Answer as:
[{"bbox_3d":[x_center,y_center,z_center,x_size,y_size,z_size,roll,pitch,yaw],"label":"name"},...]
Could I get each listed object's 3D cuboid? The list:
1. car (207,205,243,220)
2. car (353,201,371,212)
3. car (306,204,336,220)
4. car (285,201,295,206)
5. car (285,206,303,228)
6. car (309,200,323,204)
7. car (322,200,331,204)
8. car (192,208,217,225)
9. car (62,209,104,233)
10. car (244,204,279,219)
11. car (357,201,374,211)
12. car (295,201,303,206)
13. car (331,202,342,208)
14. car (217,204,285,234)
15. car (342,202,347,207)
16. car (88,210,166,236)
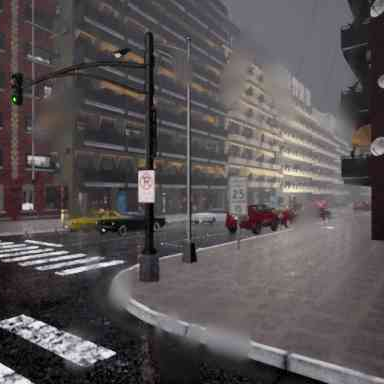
[{"bbox_3d":[3.682,2.162,36.016,1.887,1.381,4.507,-1,-2,35],"label":"car"},{"bbox_3d":[30.050,2.521,59.112,2.192,1.841,5.009,-1,-2,35],"label":"car"},{"bbox_3d":[13.804,2.283,35.914,1.802,1.307,4.206,-1,-2,35],"label":"car"},{"bbox_3d":[13.333,2.444,49.792,1.752,1.417,4.829,-1,-2,35],"label":"car"},{"bbox_3d":[7.304,2.042,26.638,1.887,1.381,4.507,-1,-2,35],"label":"car"},{"bbox_3d":[23.182,2.768,63.847,1.887,1.381,4.507,-1,-2,35],"label":"car"},{"bbox_3d":[26.429,2.638,68.490,2.192,1.841,5.009,-1,-2,35],"label":"car"},{"bbox_3d":[1.962,2.091,29.022,1.895,1.301,4.718,0,-1,35],"label":"car"},{"bbox_3d":[-6.165,1.831,21.962,1.752,1.417,4.829,-1,-2,35],"label":"car"},{"bbox_3d":[7.939,2.169,37.532,2.128,1.511,4.902,0,-1,35],"label":"car"},{"bbox_3d":[33.300,2.620,63.751,2.192,1.841,5.009,-1,-2,35],"label":"car"},{"bbox_3d":[16.680,2.338,54.576,2.192,1.841,5.009,-1,-2,35],"label":"car"},{"bbox_3d":[32.931,3.064,77.762,1.887,1.381,4.507,-1,-2,35],"label":"car"},{"bbox_3d":[4.053,1.710,22.006,2.192,1.841,5.009,-1,-2,35],"label":"car"},{"bbox_3d":[39.432,3.280,87.040,1.947,1.339,4.313,-1,-2,35],"label":"car"},{"bbox_3d":[-3.787,1.909,20.817,1.895,1.301,4.718,0,-1,35],"label":"car"}]
